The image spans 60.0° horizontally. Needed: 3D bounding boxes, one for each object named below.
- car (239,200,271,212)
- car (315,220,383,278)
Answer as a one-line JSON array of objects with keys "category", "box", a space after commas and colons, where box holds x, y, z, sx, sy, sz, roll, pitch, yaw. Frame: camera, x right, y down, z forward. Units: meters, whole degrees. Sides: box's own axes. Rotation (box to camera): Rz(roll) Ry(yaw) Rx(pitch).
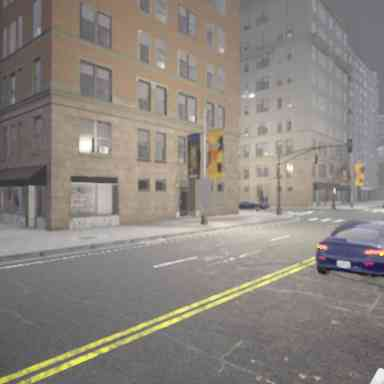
[{"category": "car", "box": [6.846, 1.575, 39.356, 4.718, 1.301, 1.895, 0, 0, 42]}, {"category": "car", "box": [5.065, 1.523, 9.516, 1.812, 1.442, 4.674, 0, 0, 41]}]
